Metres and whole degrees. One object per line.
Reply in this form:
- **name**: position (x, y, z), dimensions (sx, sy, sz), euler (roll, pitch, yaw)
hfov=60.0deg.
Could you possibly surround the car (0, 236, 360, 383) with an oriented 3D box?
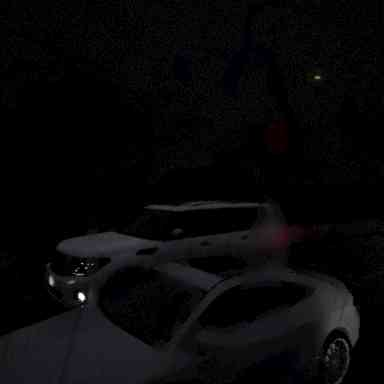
- **car**: position (0.067, 1.533, 3.731), dimensions (4.674, 1.442, 1.812), euler (0, 0, -35)

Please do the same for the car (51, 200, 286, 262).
- **car**: position (-0.238, 1.235, 7.506), dimensions (5.566, 2.045, 2.150), euler (0, 0, -35)
